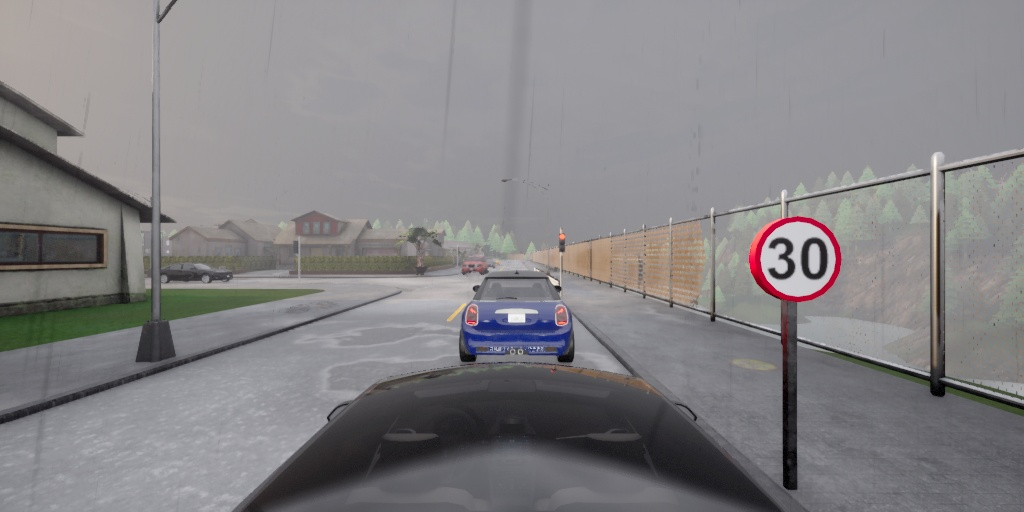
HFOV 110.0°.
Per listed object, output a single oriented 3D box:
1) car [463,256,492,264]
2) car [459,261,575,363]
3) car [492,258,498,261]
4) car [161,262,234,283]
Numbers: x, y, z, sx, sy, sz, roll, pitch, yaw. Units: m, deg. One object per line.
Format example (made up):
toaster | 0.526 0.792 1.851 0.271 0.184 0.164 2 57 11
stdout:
car | -3.862 0.972 38.405 2.150 2.045 5.566 0 0 4
car | 0.117 1.102 8.357 2.097 1.767 4.553 0 0 1
car | -3.602 1.254 55.980 1.837 1.490 4.892 0 0 1
car | -23.612 1.228 26.708 5.008 1.535 1.882 0 0 1
